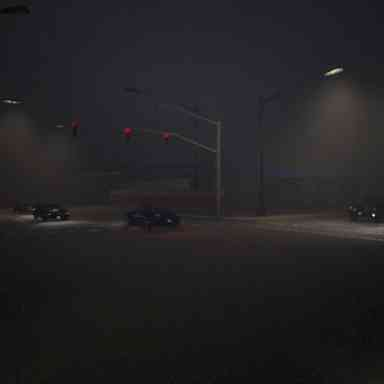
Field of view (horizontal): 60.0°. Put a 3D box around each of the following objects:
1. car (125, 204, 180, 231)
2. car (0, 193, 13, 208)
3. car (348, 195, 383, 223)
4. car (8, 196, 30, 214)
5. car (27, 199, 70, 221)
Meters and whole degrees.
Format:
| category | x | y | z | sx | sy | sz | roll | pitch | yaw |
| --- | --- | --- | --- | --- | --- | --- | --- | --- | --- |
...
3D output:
| category | x | y | z | sx | sy | sz | roll | pitch | yaw |
| --- | --- | --- | --- | --- | --- | --- | --- | --- | --- |
| car | -2.615 | 1.495 | 20.988 | 1.882 | 1.535 | 5.008 | 1 | -1 | -32 |
| car | -26.509 | 1.217 | 47.338 | 2.150 | 2.045 | 5.566 | 0 | 0 | -36 |
| car | 14.849 | 1.262 | 26.733 | 5.566 | 2.045 | 2.150 | 0 | 0 | -37 |
| car | -17.822 | 1.501 | 35.659 | 2.128 | 1.511 | 4.902 | 0 | 0 | -37 |
| car | -11.789 | 1.568 | 27.564 | 2.033 | 1.411 | 5.357 | 0 | 0 | -37 |
